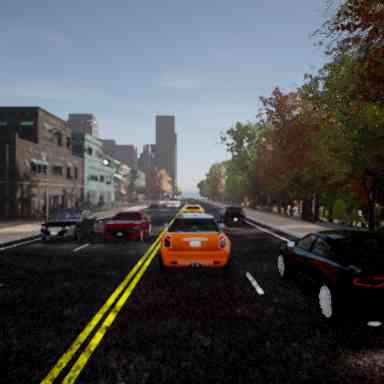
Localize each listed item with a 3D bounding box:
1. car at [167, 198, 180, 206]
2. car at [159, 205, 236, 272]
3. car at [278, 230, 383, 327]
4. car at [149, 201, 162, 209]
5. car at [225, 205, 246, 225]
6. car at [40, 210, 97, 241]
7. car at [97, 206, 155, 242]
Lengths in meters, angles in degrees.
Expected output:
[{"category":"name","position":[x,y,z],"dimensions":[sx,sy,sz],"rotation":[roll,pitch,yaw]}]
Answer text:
[{"category":"car","position":[-3.317,2.033,60.327],"dimensions":[2.150,2.045,5.566],"rotation":[0,-1,1]},{"category":"car","position":[0.093,1.508,11.490],"dimensions":[2.097,1.767,4.553],"rotation":[0,-1,0]},{"category":"car","position":[3.342,1.579,7.402],"dimensions":[1.882,1.535,5.008],"rotation":[0,-1,0]},{"category":"car","position":[-6.571,2.377,60.415],"dimensions":[1.994,1.385,4.181],"rotation":[0,-1,1]},{"category":"car","position":[3.337,1.880,27.841],"dimensions":[1.837,1.490,4.892],"rotation":[0,-1,0]},{"category":"car","position":[-6.608,1.741,18.401],"dimensions":[2.128,1.511,4.902],"rotation":[0,-1,0]},{"category":"car","position":[-3.358,1.722,18.020],"dimensions":[1.882,1.535,5.008],"rotation":[0,-1,0]}]
